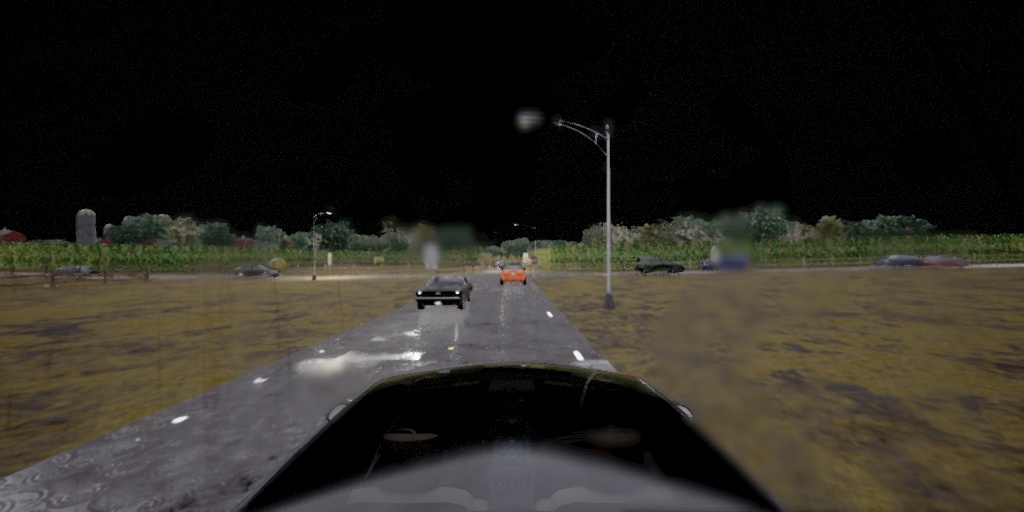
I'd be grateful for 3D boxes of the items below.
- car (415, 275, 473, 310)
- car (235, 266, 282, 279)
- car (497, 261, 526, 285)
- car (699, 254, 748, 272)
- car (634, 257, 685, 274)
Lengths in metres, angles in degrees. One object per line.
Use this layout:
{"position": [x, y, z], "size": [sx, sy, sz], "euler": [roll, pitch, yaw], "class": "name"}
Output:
{"position": [-2.840, 1.513, 15.854], "size": [1.895, 1.301, 4.718], "euler": [0, -1, -1], "class": "car"}
{"position": [-30.000, 1.891, 42.524], "size": [4.892, 1.490, 1.837], "euler": [0, 1, 0], "class": "car"}
{"position": [0.104, 1.401, 30.076], "size": [2.097, 1.767, 4.553], "euler": [0, 0, 0], "class": "car"}
{"position": [26.720, 0.866, 45.304], "size": [5.566, 2.045, 2.150], "euler": [-1, 1, -1], "class": "car"}
{"position": [17.403, 1.085, 42.483], "size": [5.566, 2.045, 2.150], "euler": [-1, 1, 2], "class": "car"}
